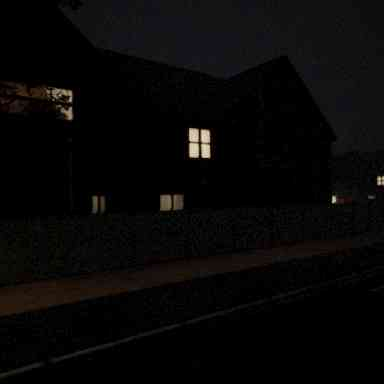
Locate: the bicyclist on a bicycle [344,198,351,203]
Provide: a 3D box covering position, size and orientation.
[{"bbox_3d":[17.035,1.471,36.484,1.656,1.620,0.582,-2,0,-36],"label":"bicyclist on a bicycle"}]
